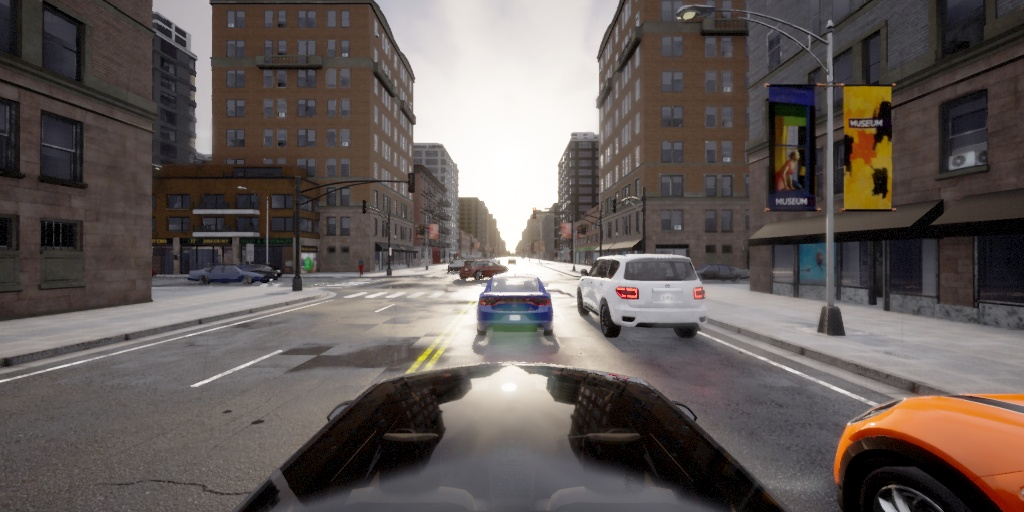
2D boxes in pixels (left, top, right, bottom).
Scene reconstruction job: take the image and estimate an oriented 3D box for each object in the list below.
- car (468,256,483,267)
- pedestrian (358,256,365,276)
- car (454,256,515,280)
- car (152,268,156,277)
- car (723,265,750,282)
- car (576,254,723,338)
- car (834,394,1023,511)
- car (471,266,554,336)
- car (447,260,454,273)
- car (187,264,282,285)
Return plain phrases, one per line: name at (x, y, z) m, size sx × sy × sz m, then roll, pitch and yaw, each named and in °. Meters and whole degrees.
car at (-6.531, 0.966, 64.629) m, size 2.150 × 2.045 × 5.566 m, roll 0°, pitch 0°, yaw 0°
pedestrian at (-14.129, 0.920, 33.615) m, size 0.375 × 1.860 × 0.375 m, roll 0°, pitch 0°, yaw 0°
car at (-2.297, 1.109, 30.764) m, size 2.097 × 1.767 × 4.553 m, roll 0°, pitch 0°, yaw 43°
car at (-33.135, 1.344, 30.844) m, size 4.207 × 1.307 × 1.802 m, roll 0°, pitch 0°, yaw 0°
car at (15.852, 1.337, 28.385) m, size 5.357 × 1.411 × 2.033 m, roll 0°, pitch 0°, yaw 0°
car at (3.336, 0.972, 10.351) m, size 2.150 × 2.045 × 5.566 m, roll 0°, pitch 0°, yaw 0°
car at (3.344, 1.102, 0.641) m, size 2.097 × 1.767 × 4.553 m, roll 0°, pitch 0°, yaw 0°
car at (0.085, 1.228, 10.491) m, size 1.882 × 1.535 × 5.008 m, roll 0°, pitch 0°, yaw 0°
car at (-6.577, 1.226, 43.408) m, size 1.882 × 1.535 × 5.008 m, roll 0°, pitch 0°, yaw 0°
car at (-19.638, 1.290, 25.283) m, size 5.357 × 1.411 × 2.033 m, roll 0°, pitch 0°, yaw 0°
